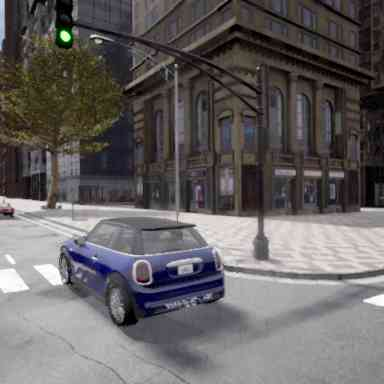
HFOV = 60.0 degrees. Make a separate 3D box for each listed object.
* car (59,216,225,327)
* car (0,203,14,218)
[{"bbox_3d":[-1.373,1.338,7.399,2.097,1.767,4.553,0,0,-36],"label":"car"},{"bbox_3d":[-16.898,1.565,29.081,1.895,1.301,4.718,0,0,-36],"label":"car"}]
